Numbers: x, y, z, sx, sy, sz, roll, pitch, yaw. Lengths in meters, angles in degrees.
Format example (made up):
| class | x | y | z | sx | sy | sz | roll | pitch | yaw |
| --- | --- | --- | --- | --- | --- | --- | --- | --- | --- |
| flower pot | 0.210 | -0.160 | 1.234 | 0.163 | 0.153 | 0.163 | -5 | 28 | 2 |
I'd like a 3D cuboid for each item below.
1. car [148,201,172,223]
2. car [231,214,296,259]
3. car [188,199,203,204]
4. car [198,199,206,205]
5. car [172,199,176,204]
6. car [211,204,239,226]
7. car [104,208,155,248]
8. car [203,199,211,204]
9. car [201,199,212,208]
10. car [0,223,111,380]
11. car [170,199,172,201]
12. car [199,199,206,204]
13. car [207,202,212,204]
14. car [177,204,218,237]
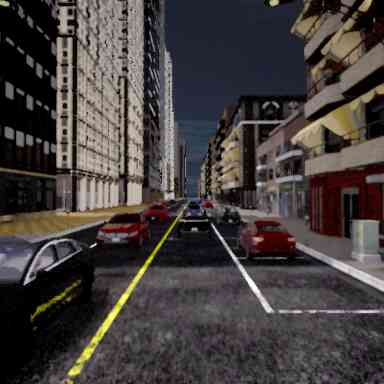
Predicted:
| class | x | y | z | sx | sy | sz | roll | pitch | yaw |
| --- | --- | --- | --- | --- | --- | --- | --- | --- | --- |
| car | -3.024 | 1.803 | 28.679 | 1.882 | 1.535 | 5.008 | 0 | 0 | 0 |
| car | 2.766 | 1.719 | 12.905 | 1.802 | 1.307 | 4.206 | 0 | -1 | 0 |
| car | 0.154 | 1.993 | 42.957 | 1.837 | 1.490 | 4.892 | 0 | 0 | 0 |
| car | 2.530 | 2.439 | 83.016 | 1.882 | 1.535 | 5.008 | 0 | -1 | 0 |
| car | -5.498 | 2.668 | 93.617 | 1.947 | 1.339 | 4.313 | 0 | -1 | 0 |
| car | 2.742 | 1.836 | 25.822 | 2.008 | 1.369 | 4.403 | 0 | -1 | 0 |
| car | -3.065 | 1.703 | 15.747 | 1.812 | 1.442 | 4.674 | 0 | -1 | 0 |
| car | 2.812 | 2.262 | 59.711 | 1.802 | 1.307 | 4.206 | 0 | -1 | 0 |
| car | 2.824 | 2.188 | 65.361 | 1.967 | 1.590 | 4.097 | 0 | -1 | 0 |
| car | -3.090 | 1.554 | 5.637 | 2.128 | 1.511 | 4.902 | 0 | -1 | 0 |
| car | -5.556 | 2.304 | 65.377 | 1.887 | 1.381 | 4.507 | 0 | -1 | 0 |
| car | 2.883 | 2.657 | 93.600 | 1.947 | 1.339 | 4.313 | 0 | -1 | 0 |
| car | 2.755 | 1.900 | 31.470 | 2.008 | 1.369 | 4.403 | 0 | -1 | 0 |
| car | 0.136 | 1.706 | 19.349 | 2.128 | 1.511 | 4.902 | 0 | -1 | 0 |
